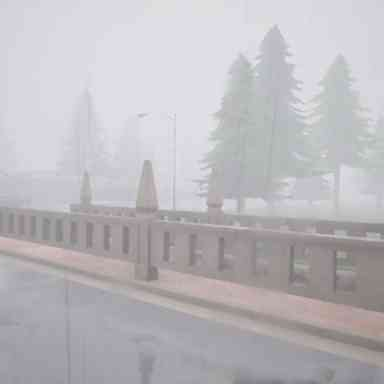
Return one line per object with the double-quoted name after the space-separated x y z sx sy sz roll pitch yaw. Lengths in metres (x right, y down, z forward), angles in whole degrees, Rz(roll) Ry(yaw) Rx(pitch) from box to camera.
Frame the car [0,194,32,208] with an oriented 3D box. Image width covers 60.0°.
-17.634 0.975 31.202 1.837 1.490 4.892 1 1 38 "car"
